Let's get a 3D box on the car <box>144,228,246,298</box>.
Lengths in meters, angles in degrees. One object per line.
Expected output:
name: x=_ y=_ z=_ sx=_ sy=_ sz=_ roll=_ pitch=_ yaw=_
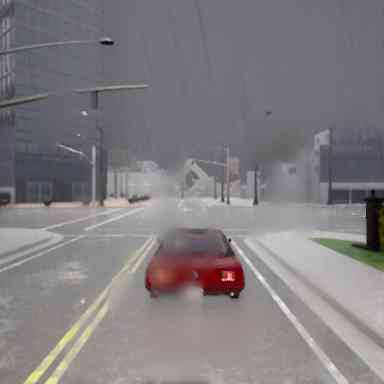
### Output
car: x=0.067 y=1.542 z=8.291 sx=1.895 sy=1.301 sz=4.718 roll=0 pitch=0 yaw=0
